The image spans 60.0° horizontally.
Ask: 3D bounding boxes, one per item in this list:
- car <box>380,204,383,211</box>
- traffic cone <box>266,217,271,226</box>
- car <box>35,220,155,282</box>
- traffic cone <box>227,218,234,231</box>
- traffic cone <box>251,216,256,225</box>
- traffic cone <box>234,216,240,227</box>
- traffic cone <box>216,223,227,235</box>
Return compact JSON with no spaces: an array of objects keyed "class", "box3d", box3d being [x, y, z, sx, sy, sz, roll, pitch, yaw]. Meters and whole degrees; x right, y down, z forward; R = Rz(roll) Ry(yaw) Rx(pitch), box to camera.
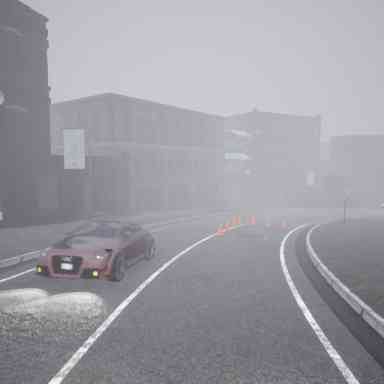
[{"class":"car","box3d":[29.955,2.048,48.761,4.553,1.767,2.097,2,4,-21]},{"class":"traffic cone","box3d":[5.161,1.994,22.449,0.340,0.580,0.340,2,1,17]},{"class":"car","box3d":[-2.501,1.514,9.591,1.994,1.385,4.181,1,0,11]},{"class":"traffic cone","box3d":[2.063,1.926,19.234,0.340,0.580,0.340,2,1,18]},{"class":"traffic cone","box3d":[4.207,1.958,22.744,0.340,0.580,0.340,2,1,17]},{"class":"traffic cone","box3d":[2.663,1.925,21.142,0.340,0.580,0.340,2,1,17]},{"class":"traffic cone","box3d":[1.463,1.926,17.327,0.340,0.580,0.340,2,0,17]}]
